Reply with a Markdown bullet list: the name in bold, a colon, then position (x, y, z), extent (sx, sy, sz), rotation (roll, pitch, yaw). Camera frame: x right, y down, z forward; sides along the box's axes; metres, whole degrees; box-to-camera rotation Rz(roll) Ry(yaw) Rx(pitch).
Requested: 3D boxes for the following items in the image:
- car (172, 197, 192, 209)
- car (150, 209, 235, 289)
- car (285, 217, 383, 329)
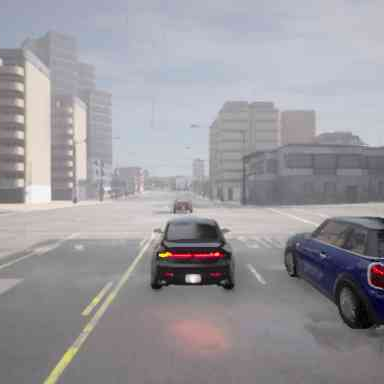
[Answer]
- **car**: position (-0.961, 1.254, 33.224), extent (1.812, 1.442, 4.674), rotation (0, 0, -3)
- **car**: position (-0.003, 1.419, 8.891), extent (1.837, 1.490, 4.892), rotation (0, 0, -1)
- **car**: position (3.516, 1.285, 6.965), extent (2.097, 1.767, 4.553), rotation (0, 1, -1)
